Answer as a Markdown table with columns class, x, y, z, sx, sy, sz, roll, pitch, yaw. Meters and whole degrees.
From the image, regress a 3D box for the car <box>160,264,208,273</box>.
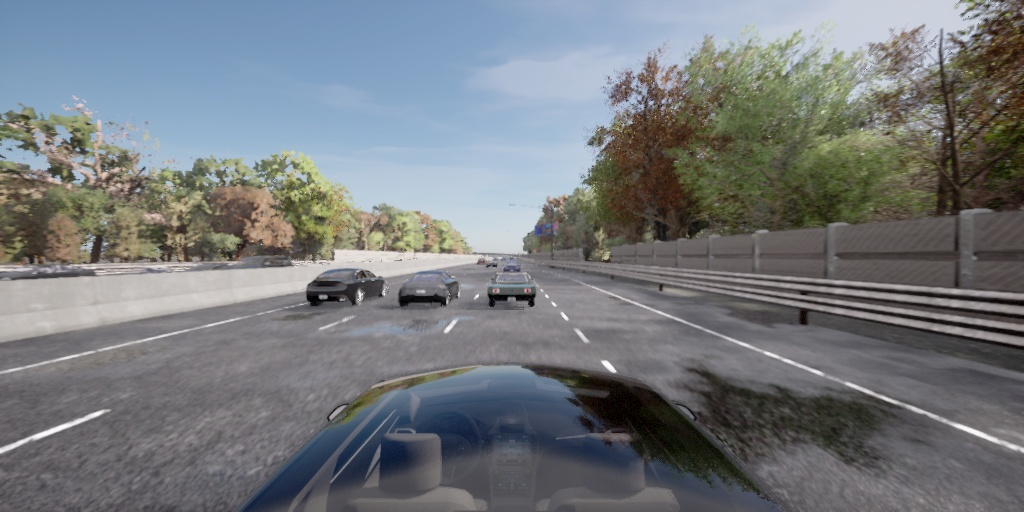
| class | x | y | z | sx | sy | sz | roll | pitch | yaw |
| --- | --- | --- | --- | --- | --- | --- | --- | --- | --- |
| car | -21.087 | 1.280 | 25.019 | 1.837 | 1.490 | 4.892 | 0 | 0 | 0 |

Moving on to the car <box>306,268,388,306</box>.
| class | x | y | z | sx | sy | sz | roll | pitch | yaw |
| --- | --- | --- | --- | --- | --- | --- | --- | --- | --- |
| car | -6.998 | 1.272 | 15.709 | 1.837 | 1.490 | 4.892 | 0 | 0 | 0 |

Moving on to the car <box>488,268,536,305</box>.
| class | x | y | z | sx | sy | sz | roll | pitch | yaw |
| --- | --- | --- | --- | --- | --- | --- | --- | --- | --- |
| car | -0.006 | 1.366 | 15.967 | 1.895 | 1.301 | 4.718 | 0 | 0 | 0 |

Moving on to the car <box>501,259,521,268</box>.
| class | x | y | z | sx | sy | sz | roll | pitch | yaw |
| --- | --- | --- | --- | --- | --- | --- | --- | --- | --- |
| car | -0.005 | 1.315 | 39.164 | 1.812 | 1.442 | 4.674 | 0 | 0 | 0 |

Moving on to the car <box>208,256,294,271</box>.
| class | x | y | z | sx | sy | sz | roll | pitch | yaw |
| --- | --- | --- | --- | --- | --- | --- | --- | --- | --- |
| car | -17.586 | 0.997 | 24.984 | 2.150 | 2.045 | 5.566 | 0 | 0 | 0 |

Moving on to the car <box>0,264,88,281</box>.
| class | x | y | z | sx | sy | sz | roll | pitch | yaw |
| --- | --- | --- | --- | --- | --- | --- | --- | --- | --- |
| car | -28.087 | 1.264 | 21.408 | 2.128 | 1.511 | 4.902 | 0 | 0 | 0 |

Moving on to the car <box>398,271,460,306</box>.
| class | x | y | z | sx | sy | sz | roll | pitch | yaw |
| --- | --- | --- | --- | --- | --- | --- | --- | --- | --- |
| car | -3.502 | 1.329 | 15.792 | 1.994 | 1.385 | 4.181 | 0 | 0 | 0 |

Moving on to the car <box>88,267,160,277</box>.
| class | x | y | z | sx | sy | sz | roll | pitch | yaw |
| --- | --- | --- | --- | --- | --- | --- | --- | --- | --- |
| car | -24.590 | 1.375 | 24.061 | 1.895 | 1.301 | 4.718 | 0 | 0 | 0 |

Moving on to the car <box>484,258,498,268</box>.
| class | x | y | z | sx | sy | sz | roll | pitch | yaw |
| --- | --- | --- | --- | --- | --- | --- | --- | --- | --- |
| car | -3.503 | 1.418 | 65.023 | 1.895 | 1.301 | 4.718 | 0 | 0 | 0 |
